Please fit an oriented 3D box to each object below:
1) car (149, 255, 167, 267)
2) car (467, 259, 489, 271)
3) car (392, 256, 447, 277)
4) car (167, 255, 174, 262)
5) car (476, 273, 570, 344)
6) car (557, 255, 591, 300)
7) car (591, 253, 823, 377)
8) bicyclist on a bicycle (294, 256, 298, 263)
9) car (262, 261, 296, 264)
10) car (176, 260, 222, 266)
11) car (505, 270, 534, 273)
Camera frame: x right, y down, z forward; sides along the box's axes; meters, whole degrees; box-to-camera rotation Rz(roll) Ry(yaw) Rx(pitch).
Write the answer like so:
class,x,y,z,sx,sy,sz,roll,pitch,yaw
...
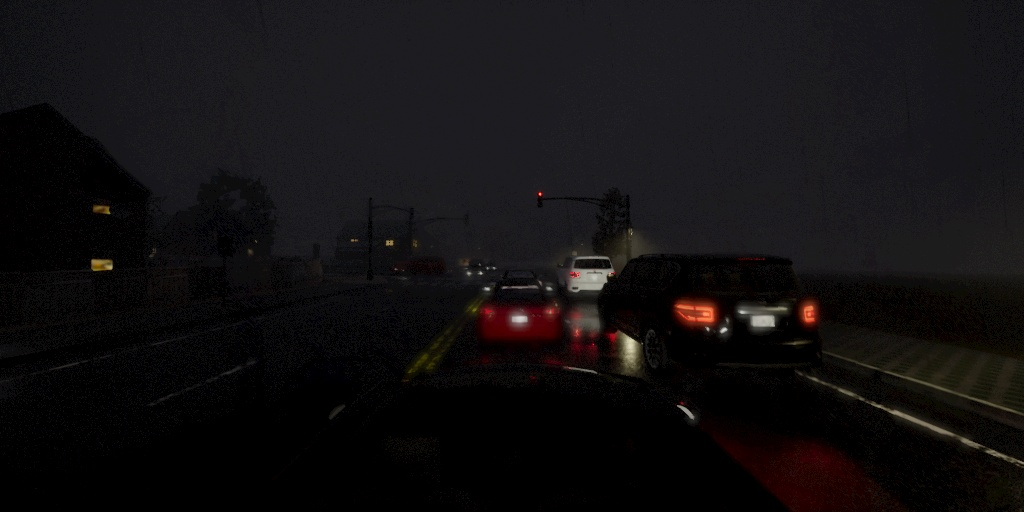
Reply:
class,x,y,z,sx,sy,sz,roll,pitch,yaw
car,-40.287,0.620,38.642,4.892,1.490,1.837,1,-1,16
car,-5.075,1.175,51.552,2.097,1.767,4.553,0,0,4
car,-9.017,0.973,35.609,2.150,2.045,5.566,3,0,41
car,-41.179,0.627,41.936,5.008,1.535,1.882,1,-1,16
car,0.178,1.318,9.634,1.994,1.385,4.181,0,0,0
car,3.555,0.981,17.870,2.150,2.045,5.566,0,0,1
car,3.402,0.974,7.512,2.150,2.045,5.566,0,0,0
bicyclist on a bicycle,-24.184,0.775,40.223,0.582,1.620,1.656,1,-1,16
car,-20.868,0.935,33.206,4.892,1.490,1.837,1,-1,16
car,-30.408,0.824,35.873,5.357,1.411,2.033,1,-1,16
car,0.343,1.362,18.443,1.895,1.301,4.718,0,0,-3
